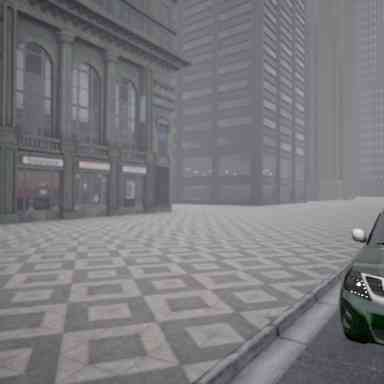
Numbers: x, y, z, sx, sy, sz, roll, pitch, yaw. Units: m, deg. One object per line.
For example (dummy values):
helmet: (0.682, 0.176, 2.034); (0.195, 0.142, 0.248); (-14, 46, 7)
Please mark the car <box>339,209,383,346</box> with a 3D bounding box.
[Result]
car: (4.315, 1.222, 5.888); (2.150, 2.045, 5.566); (0, 0, 37)
